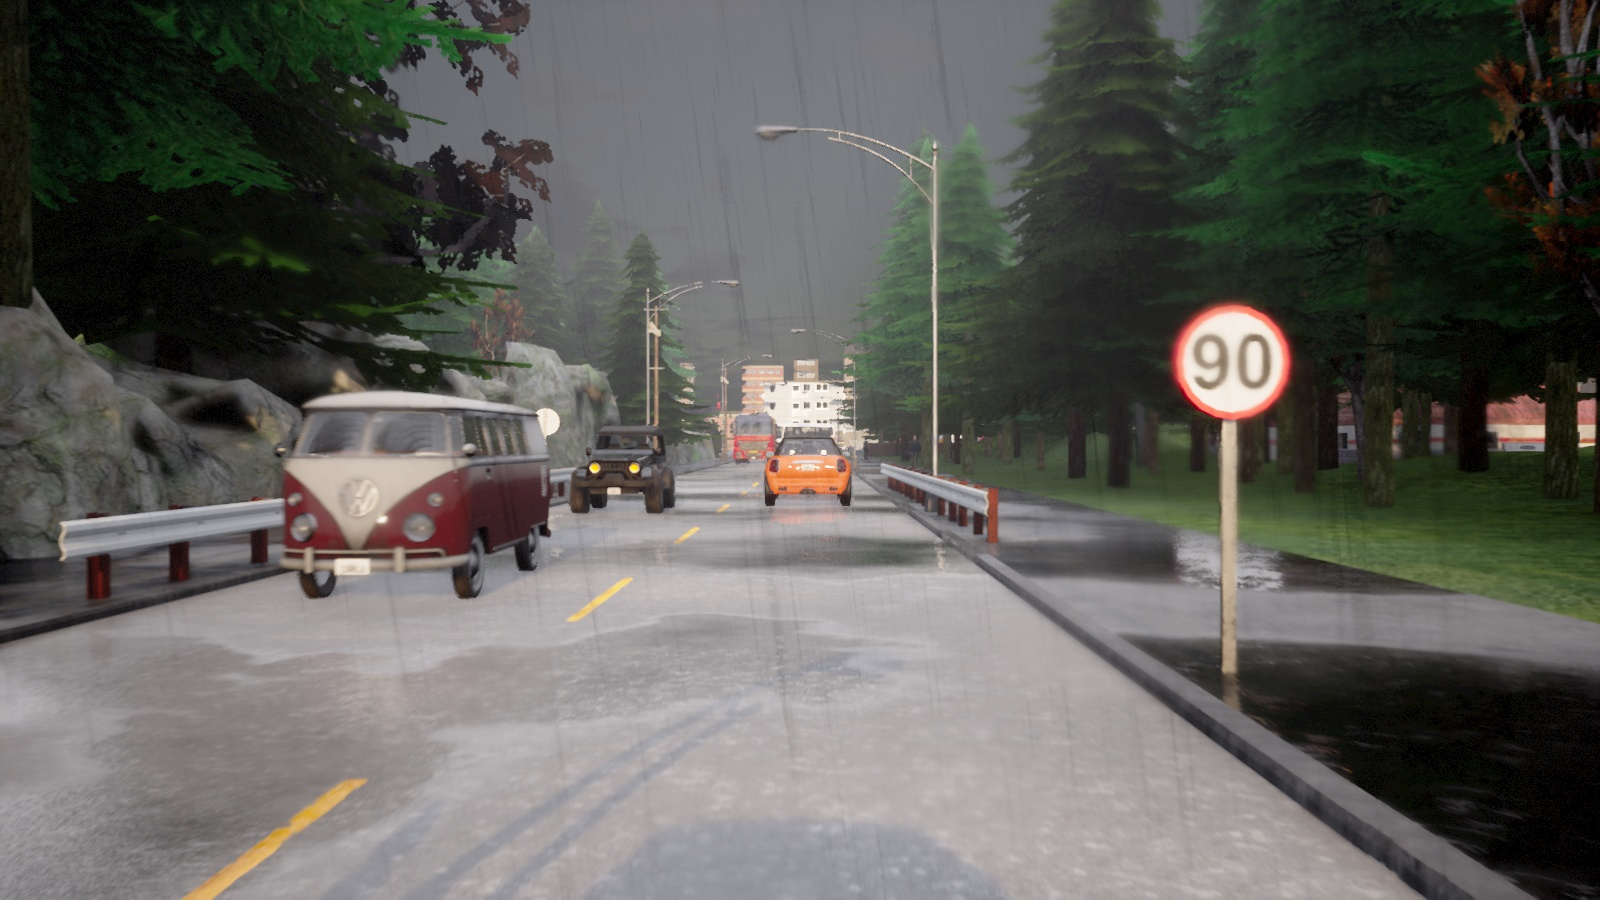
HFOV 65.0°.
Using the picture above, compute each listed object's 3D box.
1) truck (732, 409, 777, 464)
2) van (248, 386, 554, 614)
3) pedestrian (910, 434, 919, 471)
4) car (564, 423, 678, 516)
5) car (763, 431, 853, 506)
[{"bbox_3d":[-3.222,-0.935,91.226,2.891,3.827,8.468,0,0,1],"label":"truck"},{"bbox_3d":[-3.909,0.421,13.161,1.775,1.987,4.442,0,0,0],"label":"van"},{"bbox_3d":[5.691,0.108,62.638,0.402,1.842,0.726,0,0,1],"label":"pedestrian"},{"bbox_3d":[-3.828,0.384,27.459,1.905,1.878,3.866,0,0,0],"label":"car"},{"bbox_3d":[0.198,0.425,31.758,2.097,1.767,4.553,0,0,0],"label":"car"}]
